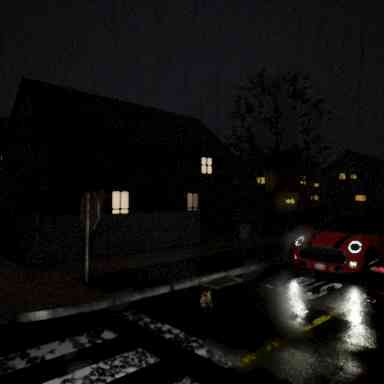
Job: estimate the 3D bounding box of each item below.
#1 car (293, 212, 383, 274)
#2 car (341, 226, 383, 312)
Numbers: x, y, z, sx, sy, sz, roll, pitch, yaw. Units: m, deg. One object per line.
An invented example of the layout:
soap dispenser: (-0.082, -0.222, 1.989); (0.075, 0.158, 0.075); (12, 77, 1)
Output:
car: (5.138, 1.470, 10.625); (4.553, 1.767, 2.097); (1, -1, -43)
car: (5.235, 1.562, 6.822); (4.902, 1.511, 2.128); (1, -1, -43)
